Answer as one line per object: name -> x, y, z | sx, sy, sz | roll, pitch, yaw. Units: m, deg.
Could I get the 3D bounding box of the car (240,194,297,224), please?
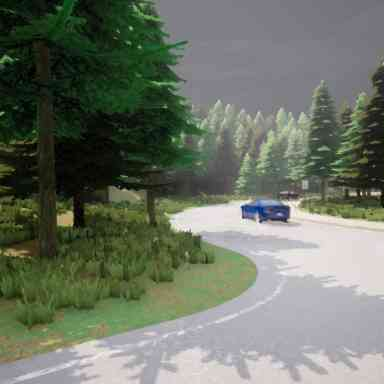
car -> 4.683, 1.154, 21.919 | 1.882, 1.535, 5.008 | -2, 1, -10

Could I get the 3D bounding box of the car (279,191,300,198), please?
car -> 14.234, 0.554, 49.000 | 1.882, 1.535, 5.008 | -1, 1, 40
